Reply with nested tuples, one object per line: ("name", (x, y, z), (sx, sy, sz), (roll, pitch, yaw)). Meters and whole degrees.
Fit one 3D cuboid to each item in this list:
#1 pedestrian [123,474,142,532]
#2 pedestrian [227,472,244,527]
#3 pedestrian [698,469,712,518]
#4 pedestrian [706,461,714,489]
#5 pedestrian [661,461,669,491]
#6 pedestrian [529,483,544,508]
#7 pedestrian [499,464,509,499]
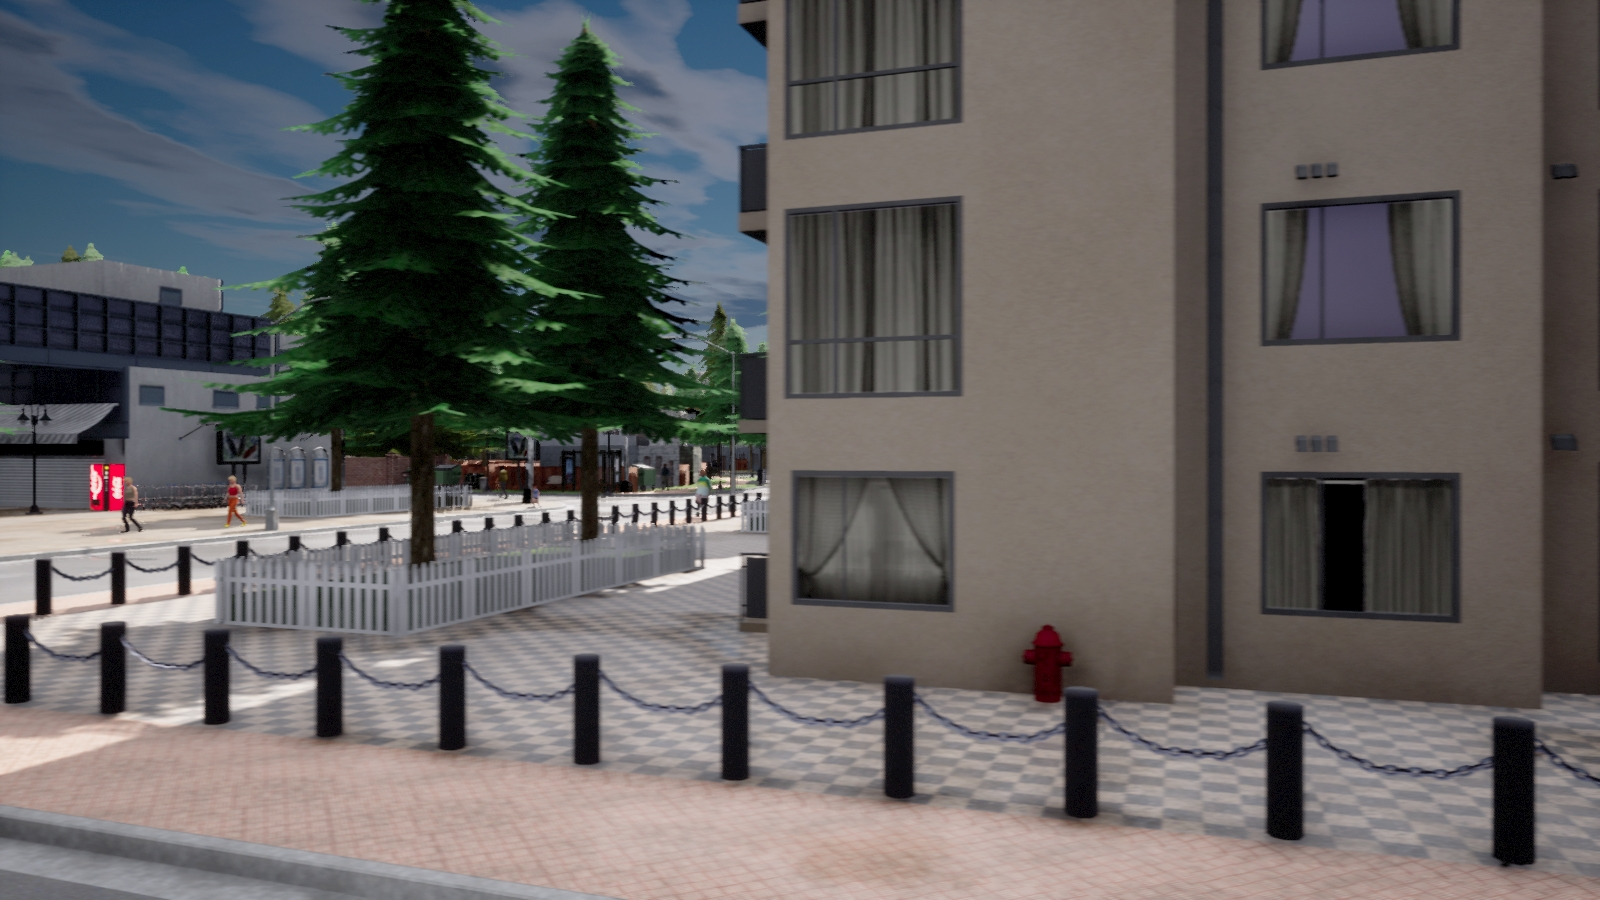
("pedestrian", (-21.322, 1.687, 36.504), (0.375, 1.860, 0.375), (0, 0, 23))
("pedestrian", (-19.357, 1.690, 39.166), (0.375, 1.860, 0.375), (0, 0, 18))
("pedestrian", (-3.697, 1.692, 44.474), (0.375, 1.860, 0.375), (0, 0, 23))
("pedestrian", (-5.966, 1.661, 75.823), (0.375, 1.860, 0.375), (0, 0, 19))
("pedestrian", (-8.555, 1.659, 72.554), (0.375, 1.860, 0.375), (0, 0, 18))
("pedestrian", (-12.085, 2.074, 52.422), (0.500, 1.100, 0.500), (0, 0, 21))
("pedestrian", (-15.696, 1.678, 60.565), (0.375, 1.860, 0.375), (0, 0, 23))
